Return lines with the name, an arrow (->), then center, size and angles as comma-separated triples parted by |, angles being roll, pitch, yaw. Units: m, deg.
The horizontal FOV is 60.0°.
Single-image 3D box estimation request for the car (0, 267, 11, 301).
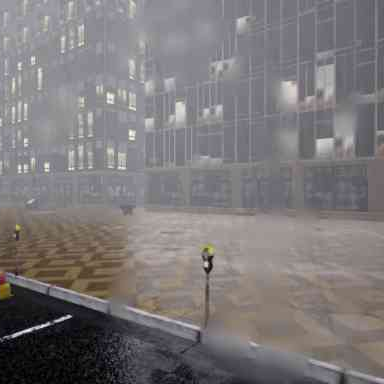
car -> -5.585, 1.526, 6.825 | 4.829, 1.417, 1.752 | 0, 0, 35
